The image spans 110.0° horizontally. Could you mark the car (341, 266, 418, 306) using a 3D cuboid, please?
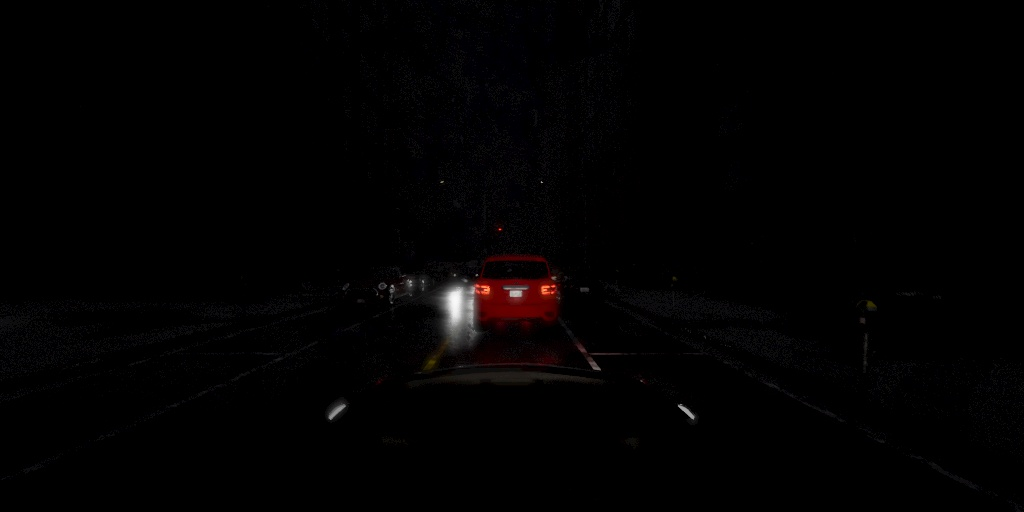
[{"bbox_3d":[-5.763,1.188,15.663,1.967,1.591,4.097,0,0,0],"label":"car"}]

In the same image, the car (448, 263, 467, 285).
[{"bbox_3d":[-3.038,1.350,25.887,1.895,1.301,4.718,0,0,1],"label":"car"}]

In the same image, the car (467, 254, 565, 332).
[{"bbox_3d":[0.103,0.970,11.023,2.150,2.045,5.566,0,0,0],"label":"car"}]

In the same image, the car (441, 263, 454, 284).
[{"bbox_3d":[-5.761,1.300,26.674,2.007,1.370,4.403,0,0,0],"label":"car"}]

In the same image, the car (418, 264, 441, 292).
[{"bbox_3d":[-5.762,1.315,21.169,1.948,1.339,4.313,0,0,0],"label":"car"}]

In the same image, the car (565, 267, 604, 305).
[{"bbox_3d":[2.763,1.314,15.662,1.948,1.339,4.313,0,0,0],"label":"car"}]
